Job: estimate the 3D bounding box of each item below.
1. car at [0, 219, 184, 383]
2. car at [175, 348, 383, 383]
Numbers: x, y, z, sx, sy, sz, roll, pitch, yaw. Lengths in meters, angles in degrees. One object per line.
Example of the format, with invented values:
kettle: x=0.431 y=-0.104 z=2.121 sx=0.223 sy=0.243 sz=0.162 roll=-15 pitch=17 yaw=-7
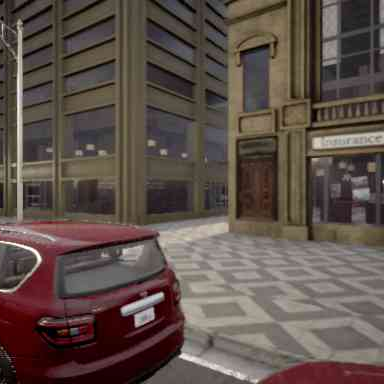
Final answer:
car: x=-2.418 y=1.325 z=4.675 sx=5.009 sy=1.841 sz=2.192 roll=0 pitch=0 yaw=35
car: x=2.154 y=1.576 z=1.437 sx=4.206 sy=1.307 sz=1.802 roll=0 pitch=0 yaw=35
